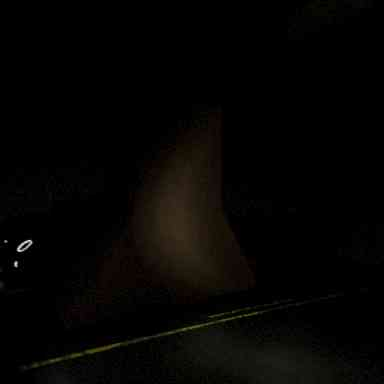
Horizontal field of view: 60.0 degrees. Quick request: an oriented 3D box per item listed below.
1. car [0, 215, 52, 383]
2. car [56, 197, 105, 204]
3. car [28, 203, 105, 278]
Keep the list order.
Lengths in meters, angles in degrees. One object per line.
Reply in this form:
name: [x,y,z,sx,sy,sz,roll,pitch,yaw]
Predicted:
car: [-3.662,1.223,1.114,5.566,2.045,2.150,0,0,-33]
car: [-4.473,1.217,13.166,5.566,2.045,2.150,0,0,-30]
car: [-2.976,1.348,9.969,4.553,1.767,2.097,0,0,-30]
